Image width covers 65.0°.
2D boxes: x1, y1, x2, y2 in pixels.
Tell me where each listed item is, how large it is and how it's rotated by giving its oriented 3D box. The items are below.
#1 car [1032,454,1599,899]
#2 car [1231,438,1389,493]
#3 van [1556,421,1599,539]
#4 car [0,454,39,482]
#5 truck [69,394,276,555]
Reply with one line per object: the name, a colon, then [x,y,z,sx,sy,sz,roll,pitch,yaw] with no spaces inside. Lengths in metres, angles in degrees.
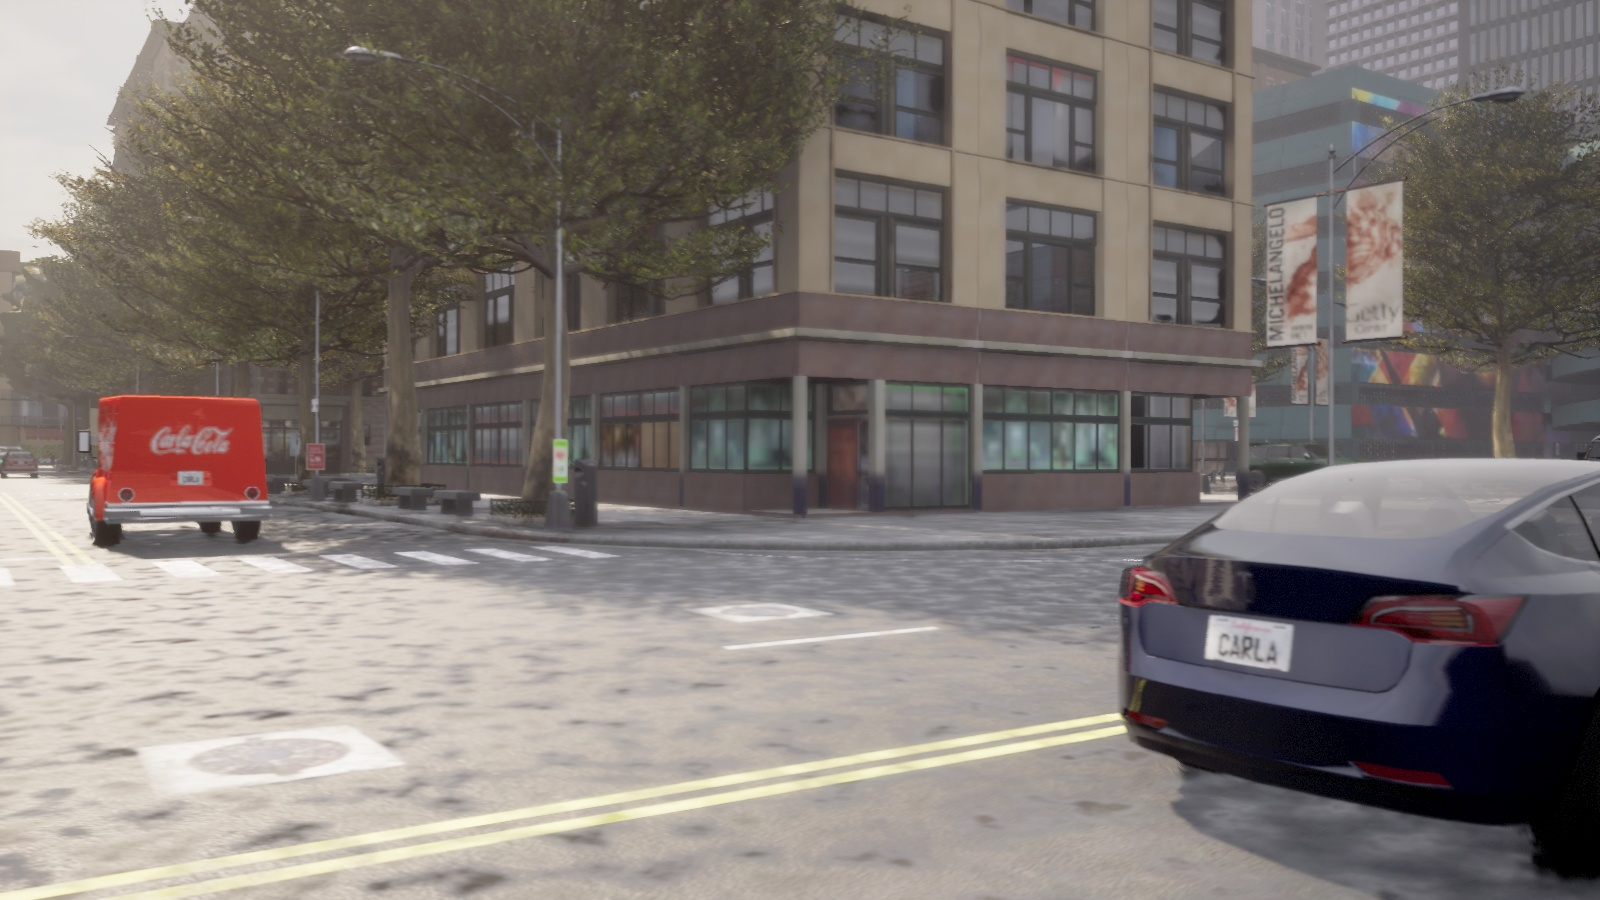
car: [3.620,0.762,6.070,4.792,1.488,2.163,0,0,-35]
car: [20.141,0.618,49.888,2.150,2.045,5.566,0,-1,-34]
van: [15.863,0.534,22.688,4.480,2.038,2.069,1,-1,-34]
car: [-44.492,0.996,71.516,1.789,1.549,3.705,0,0,-34]
truck: [-11.203,0.359,22.182,2.627,2.467,5.204,0,0,-34]
